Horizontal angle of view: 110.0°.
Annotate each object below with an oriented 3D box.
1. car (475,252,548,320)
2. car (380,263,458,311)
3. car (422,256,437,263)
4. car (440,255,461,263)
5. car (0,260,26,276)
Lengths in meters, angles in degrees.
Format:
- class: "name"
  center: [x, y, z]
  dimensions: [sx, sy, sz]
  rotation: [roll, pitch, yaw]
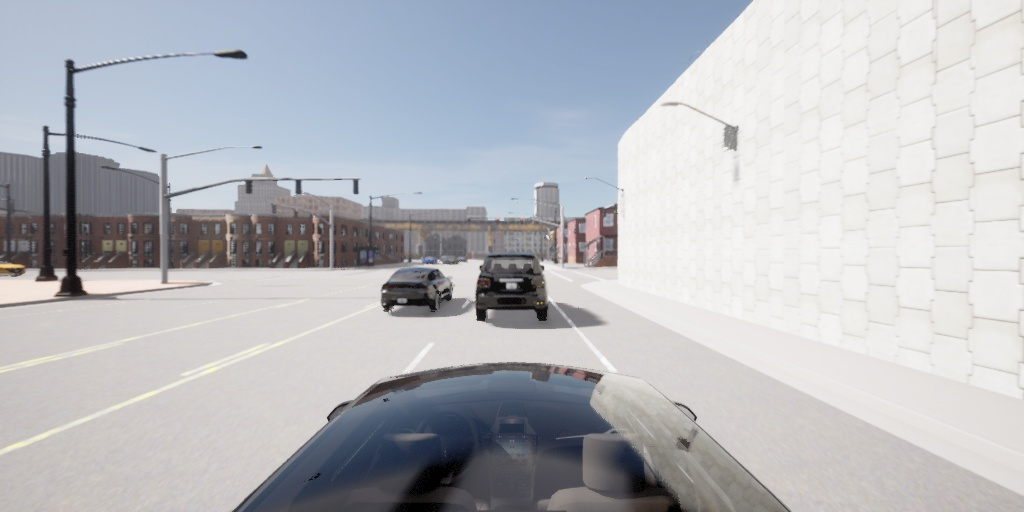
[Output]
- class: "car"
  center: [-0.004, 0.897, 12.427]
  dimensions: [2.150, 2.045, 5.566]
  rotation: [0, 0, 0]
- class: "car"
  center: [-3.502, 1.171, 13.865]
  dimensions: [1.837, 1.490, 4.892]
  rotation: [0, 0, 0]
- class: "car"
  center: [-14.366, 0.810, 62.735]
  dimensions: [1.882, 1.535, 5.008]
  rotation: [0, 0, 0]
- class: "car"
  center: [-10.870, 0.682, 63.030]
  dimensions: [2.097, 1.767, 4.553]
  rotation: [0, 0, 0]
- class: "car"
  center: [-46.032, 1.019, 31.508]
  dimensions: [5.008, 1.535, 1.882]
  rotation: [0, 0, 0]
